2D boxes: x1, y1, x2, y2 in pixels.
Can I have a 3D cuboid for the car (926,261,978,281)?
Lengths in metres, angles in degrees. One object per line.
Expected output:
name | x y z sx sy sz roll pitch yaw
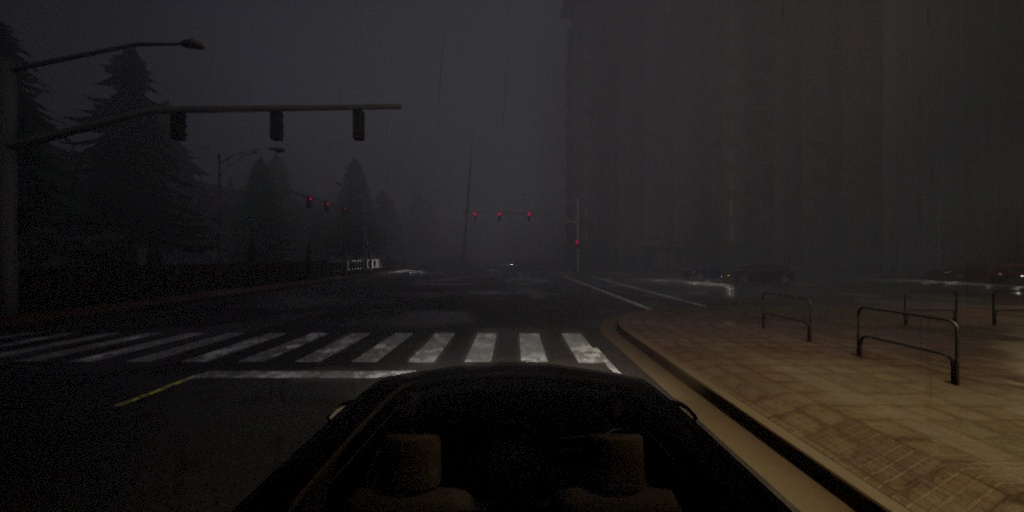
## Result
car | 36.887 1.204 29.199 5.008 1.535 1.882 0 0 0

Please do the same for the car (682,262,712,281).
car | 16.446 1.202 29.141 5.008 1.535 1.882 0 0 0

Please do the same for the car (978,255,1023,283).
car | 37.730 0.947 25.696 5.566 2.045 2.150 0 0 0

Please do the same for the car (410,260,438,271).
car | -11.631 1.230 47.479 1.895 1.301 4.718 0 0 12

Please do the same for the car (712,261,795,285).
car | 17.421 1.239 25.647 4.892 1.490 1.837 0 0 0
